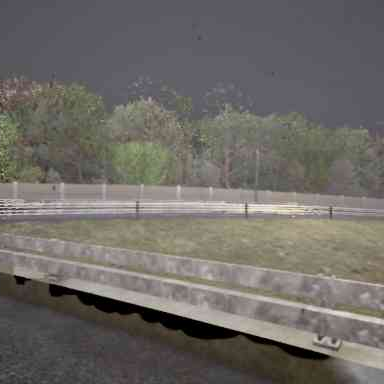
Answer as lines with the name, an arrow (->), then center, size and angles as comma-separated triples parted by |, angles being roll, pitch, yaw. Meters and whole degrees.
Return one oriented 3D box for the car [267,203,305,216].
car -> 11.219, 2.042, 39.723 | 5.008, 1.535, 1.882 | 3, -1, -22
